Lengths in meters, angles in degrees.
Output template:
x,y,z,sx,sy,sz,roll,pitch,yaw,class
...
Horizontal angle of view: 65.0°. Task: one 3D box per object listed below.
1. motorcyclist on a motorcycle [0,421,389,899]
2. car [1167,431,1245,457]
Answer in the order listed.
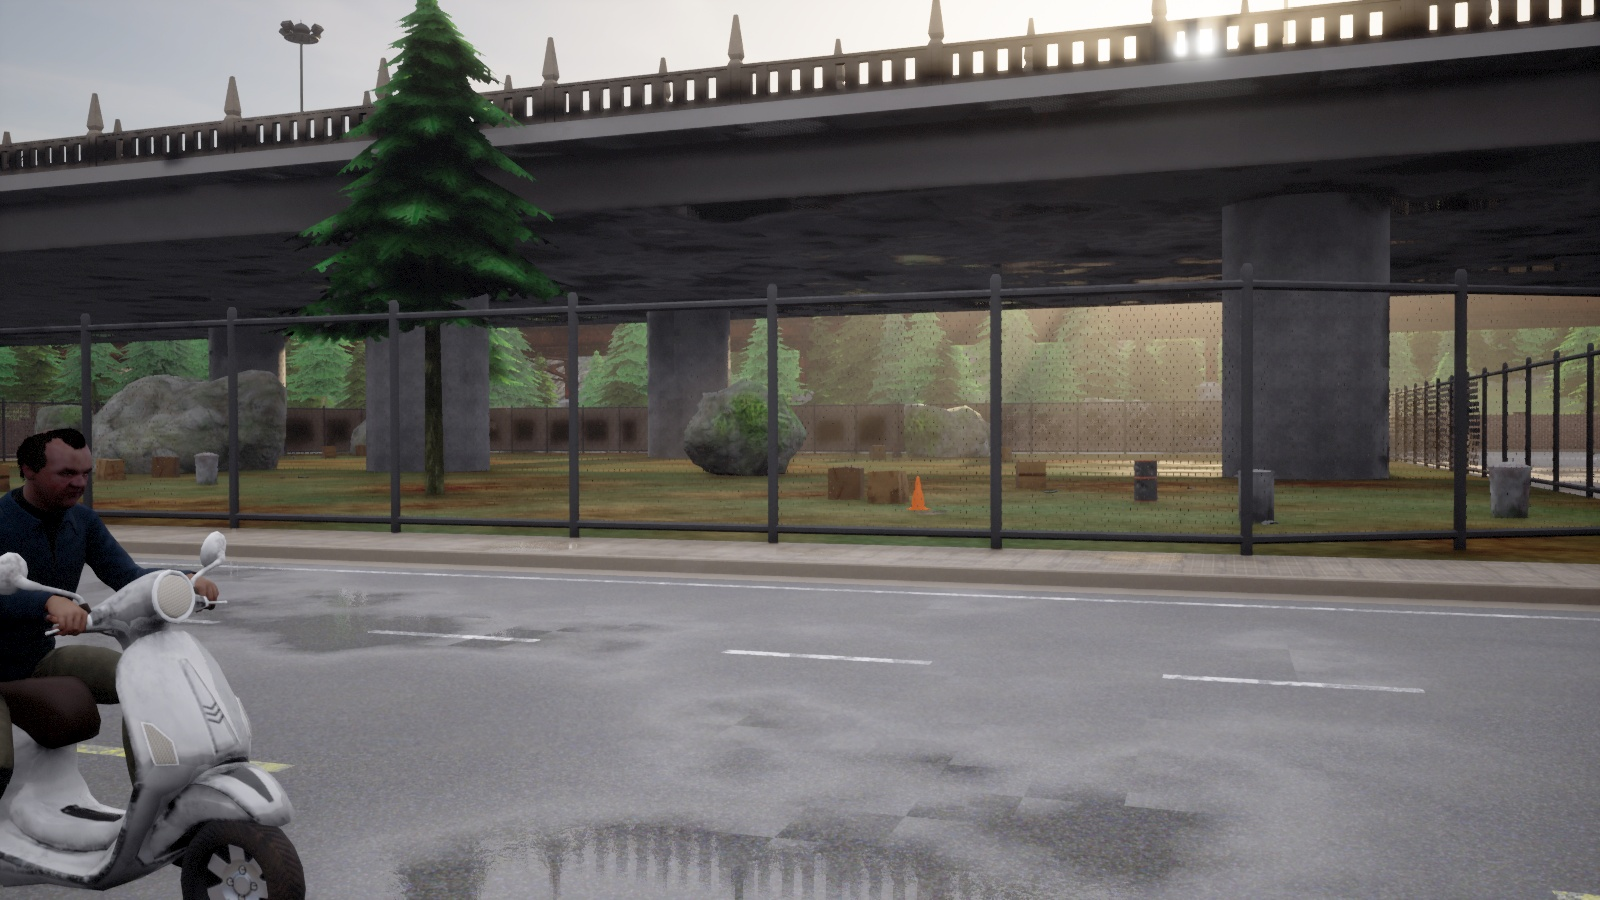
x,y,z,sx,sy,sz,roll,pitch,yaw,class
-2.341,0.707,3.980,1.817,1.590,0.866,1,1,19,motorcyclist on a motorcycle
26.892,-0.419,83.208,4.856,1.649,2.033,1,1,18,car
